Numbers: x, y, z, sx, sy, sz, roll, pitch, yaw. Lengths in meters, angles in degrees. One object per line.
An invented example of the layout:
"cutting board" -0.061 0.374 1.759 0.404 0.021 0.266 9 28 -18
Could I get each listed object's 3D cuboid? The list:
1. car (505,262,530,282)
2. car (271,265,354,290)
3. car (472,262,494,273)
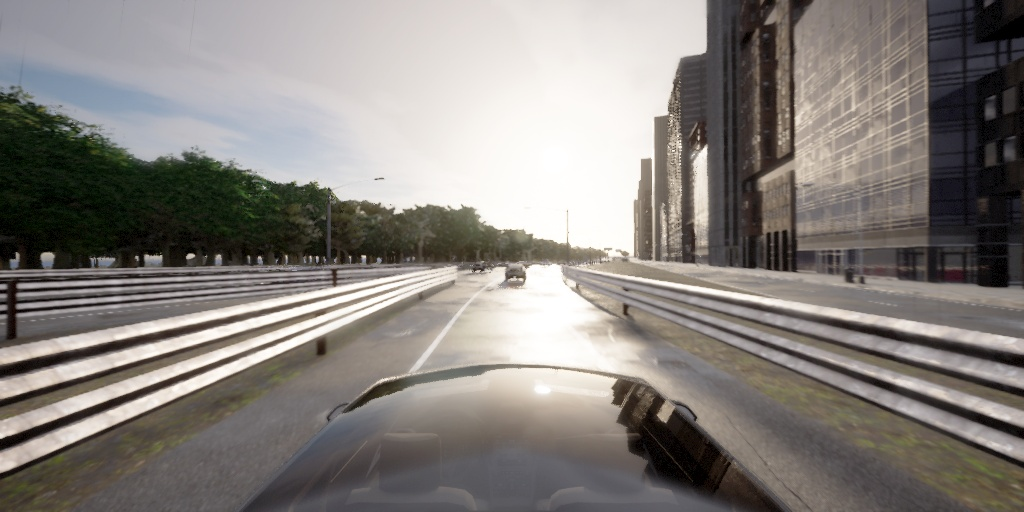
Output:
"car" 0.392 1.482 32.078 1.837 1.490 4.892 -1 0 4
"car" -12.969 1.320 23.768 2.033 1.411 5.357 0 -1 17
"car" -4.154 1.559 52.100 1.837 1.490 4.892 0 -1 17
